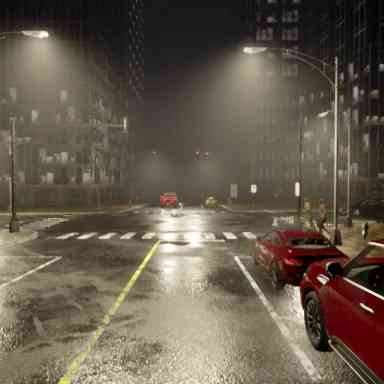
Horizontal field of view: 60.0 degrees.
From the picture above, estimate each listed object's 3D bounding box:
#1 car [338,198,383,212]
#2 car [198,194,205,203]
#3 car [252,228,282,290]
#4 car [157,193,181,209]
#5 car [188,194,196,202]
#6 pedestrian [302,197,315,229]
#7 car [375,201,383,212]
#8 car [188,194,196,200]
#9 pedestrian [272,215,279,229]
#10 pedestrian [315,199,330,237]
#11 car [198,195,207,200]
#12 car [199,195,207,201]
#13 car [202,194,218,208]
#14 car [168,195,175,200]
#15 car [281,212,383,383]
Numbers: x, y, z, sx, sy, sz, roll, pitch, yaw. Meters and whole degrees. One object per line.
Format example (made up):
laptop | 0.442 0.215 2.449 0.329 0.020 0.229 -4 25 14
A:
car | 15.643 1.339 29.843 4.892 1.490 1.837 -2 1 -5
car | 2.715 1.241 63.411 2.192 1.841 5.009 -1 0 0
car | 2.679 1.574 8.793 1.802 1.307 4.206 -1 0 0
car | -3.084 1.174 45.675 2.150 2.045 5.566 0 0 1
car | 0.002 1.493 74.255 1.895 1.301 4.718 0 0 0
pedestrian | 5.541 1.128 15.945 0.375 1.860 0.375 -1 1 0
car | 16.128 1.527 24.068 4.313 1.339 1.947 0 1 -5
car | 0.003 1.198 84.228 1.882 1.535 5.008 0 0 0
pedestrian | 4.212 1.659 16.551 0.500 1.100 0.500 -1 1 0
pedestrian | 6.011 1.126 15.271 0.375 1.860 0.375 -1 1 0
car | 2.681 1.434 86.595 2.008 1.369 4.403 -1 0 0
car | 2.681 1.460 80.921 1.947 1.339 4.313 -1 0 0
car | 2.808 1.475 48.330 1.752 1.417 4.829 -1 0 0
car | -5.665 1.453 92.331 1.802 1.307 4.206 -1 0 0
car | 2.672 1.313 3.167 2.192 1.841 5.009 -1 0 0
